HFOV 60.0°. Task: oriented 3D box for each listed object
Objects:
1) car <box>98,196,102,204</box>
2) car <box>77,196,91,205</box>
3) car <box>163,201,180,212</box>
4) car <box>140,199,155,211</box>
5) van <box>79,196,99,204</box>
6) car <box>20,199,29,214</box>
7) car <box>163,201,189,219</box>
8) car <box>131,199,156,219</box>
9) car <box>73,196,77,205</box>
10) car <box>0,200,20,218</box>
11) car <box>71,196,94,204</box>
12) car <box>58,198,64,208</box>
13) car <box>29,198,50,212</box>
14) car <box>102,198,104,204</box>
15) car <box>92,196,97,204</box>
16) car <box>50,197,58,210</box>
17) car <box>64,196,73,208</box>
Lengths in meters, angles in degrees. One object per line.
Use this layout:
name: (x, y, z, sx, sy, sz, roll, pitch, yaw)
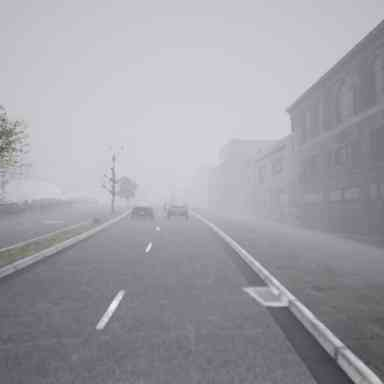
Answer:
car: (-25.954, 1.918, 81.973, 5.566, 2.045, 2.435, 0, -2, -29)
car: (-23.643, 1.823, 67.253, 5.008, 1.535, 2.097, 0, -1, -29)
car: (-2.677, 1.803, 42.399, 1.895, 1.301, 4.718, 1, 0, -7)
car: (-5.877, 1.712, 43.775, 1.812, 1.442, 4.674, 1, 0, -7)
van: (-26.342, 2.031, 84.949, 4.442, 1.987, 1.878, 0, -2, -29)
car: (-18.548, 1.391, 32.052, 4.553, 1.767, 2.185, 0, 0, -26)
car: (-1.363, 1.613, 30.386, 2.128, 1.511, 4.902, 0, 0, -5)
car: (-4.350, 1.580, 30.116, 1.882, 1.535, 5.008, 0, 0, -5)
car: (-21.331, 1.625, 52.563, 5.008, 1.535, 2.097, 0, -1, -29)
car: (-18.214, 1.506, 29.126, 5.008, 1.535, 2.097, 0, 0, -25)
car: (-25.074, 1.887, 76.058, 4.553, 1.767, 2.185, 0, -2, -29)
car: (-19.976, 1.569, 43.792, 4.892, 1.521, 2.231, 0, 0, -28)
car: (-19.188, 1.540, 37.929, 4.892, 1.521, 2.231, 0, 0, -27)
car: (-26.930, 2.096, 87.815, 5.566, 2.045, 2.435, 1, -2, -29)
car: (-24.421, 1.940, 73.227, 5.366, 1.575, 1.946, 0, -2, -29)
car: (-19.569, 1.554, 40.861, 4.892, 1.521, 2.231, 0, 0, -27)
car: (-20.873, 1.603, 49.637, 5.008, 1.535, 2.097, 0, -1, -29)
